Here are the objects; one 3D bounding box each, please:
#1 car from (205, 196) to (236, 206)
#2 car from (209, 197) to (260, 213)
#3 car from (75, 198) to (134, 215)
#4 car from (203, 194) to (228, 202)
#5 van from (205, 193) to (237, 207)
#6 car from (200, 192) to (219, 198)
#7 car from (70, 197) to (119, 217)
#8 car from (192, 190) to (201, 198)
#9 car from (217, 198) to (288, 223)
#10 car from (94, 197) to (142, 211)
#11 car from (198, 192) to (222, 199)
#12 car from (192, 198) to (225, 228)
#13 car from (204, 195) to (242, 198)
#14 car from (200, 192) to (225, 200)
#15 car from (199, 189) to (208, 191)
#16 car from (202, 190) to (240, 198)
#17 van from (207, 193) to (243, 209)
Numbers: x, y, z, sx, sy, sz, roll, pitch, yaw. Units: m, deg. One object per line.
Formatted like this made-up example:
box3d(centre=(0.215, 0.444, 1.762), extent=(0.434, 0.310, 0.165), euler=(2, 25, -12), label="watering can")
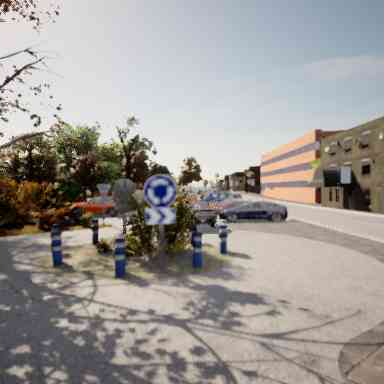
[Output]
box3d(centre=(4.349, 1.341, 51.673), extent=(4.674, 1.452, 2.002), euler=(0, 1, 0), label="car")
box3d(centre=(4.335, 1.330, 34.706), extent=(5.008, 1.535, 2.097), euler=(0, 0, 0), label="car")
box3d(centre=(-8.248, 1.326, 31.735), extent=(5.008, 1.535, 2.097), euler=(0, 0, 0), label="car")
box3d(centre=(4.364, 1.147, 62.983), extent=(4.674, 1.452, 2.002), euler=(0, 1, 0), label="car")
box3d(centre=(4.231, 1.100, 48.714), extent=(4.442, 1.987, 1.878), euler=(0, 0, 0), label="van")
box3d(centre=(4.426, 0.738, 85.585), extent=(4.792, 1.488, 2.163), euler=(0, 1, 0), label="car")
box3d(centre=(-8.226, 1.201, 29.035), extent=(4.553, 1.767, 2.185), euler=(0, 0, 0), label="car")
box3d(centre=(-0.023, 1.095, 56.330), extent=(2.097, 1.767, 4.553), euler=(0, 1, 1), label="car")
box3d(centre=(4.286, 1.360, 23.402), extent=(4.792, 1.488, 2.163), euler=(0, 0, 0), label="car")
box3d(centre=(-8.251, 1.327, 37.507), extent=(4.892, 1.521, 2.231), euler=(0, 0, 0), label="car")
box3d(centre=(4.200, 0.855, 77.109), extent=(5.366, 1.575, 1.946), euler=(0, 1, 0), label="car")
box3d(centre=(0.067, 1.338, 20.366), extent=(2.128, 1.511, 4.902), euler=(-1, 0, -13), label="car")
box3d(centre=(4.140, 1.327, 31.880), extent=(5.366, 1.575, 1.946), euler=(0, 0, 0), label="car")
box3d(centre=(4.567, 0.905, 74.283), extent=(5.366, 1.575, 1.946), euler=(0, 1, 0), label="car")
box3d(centre=(4.347, 0.832, 71.456), extent=(4.553, 1.767, 2.185), euler=(0, 1, 0), label="car")
box3d(centre=(4.365, 1.079, 40.357), extent=(5.566, 2.045, 2.435), euler=(0, 0, 0), label="car")
box3d(centre=(4.224, 1.104, 43.183), extent=(4.442, 1.987, 1.878), euler=(0, 0, 0), label="van")
